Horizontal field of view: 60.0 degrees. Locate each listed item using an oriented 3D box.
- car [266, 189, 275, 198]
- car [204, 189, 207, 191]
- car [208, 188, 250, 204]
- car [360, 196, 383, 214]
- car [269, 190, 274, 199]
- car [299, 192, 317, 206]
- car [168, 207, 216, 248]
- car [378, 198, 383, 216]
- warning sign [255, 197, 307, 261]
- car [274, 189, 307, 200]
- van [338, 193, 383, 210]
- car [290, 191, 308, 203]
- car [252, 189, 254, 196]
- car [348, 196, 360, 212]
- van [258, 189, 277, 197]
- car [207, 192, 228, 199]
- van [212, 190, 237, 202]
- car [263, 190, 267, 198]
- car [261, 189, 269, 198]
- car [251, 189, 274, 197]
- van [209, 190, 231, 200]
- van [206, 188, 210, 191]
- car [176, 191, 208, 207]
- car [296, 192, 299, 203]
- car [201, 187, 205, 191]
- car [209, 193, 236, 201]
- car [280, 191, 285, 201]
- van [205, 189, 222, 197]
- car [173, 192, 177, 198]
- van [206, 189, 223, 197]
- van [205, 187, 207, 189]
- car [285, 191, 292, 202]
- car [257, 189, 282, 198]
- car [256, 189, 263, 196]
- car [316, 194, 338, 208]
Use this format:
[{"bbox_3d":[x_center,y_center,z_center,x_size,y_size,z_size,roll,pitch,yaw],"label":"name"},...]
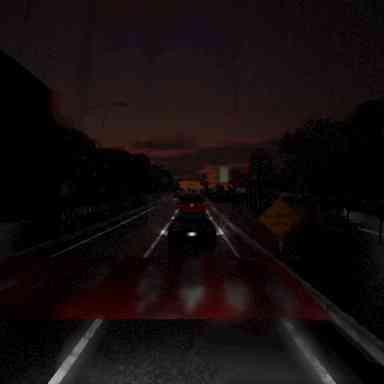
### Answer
[{"bbox_3d":[18.975,0.798,69.733,5.366,1.575,1.946,0,1,0],"label":"car"},{"bbox_3d":[5.707,0.655,77.423,4.892,1.521,2.231,0,1,0],"label":"car"},{"bbox_3d":[5.707,0.818,52.186,5.566,2.045,2.435,0,1,0],"label":"car"},{"bbox_3d":[18.839,1.389,30.875,5.008,1.535,2.097,0,1,0],"label":"car"},{"bbox_3d":[18.789,0.847,66.956,5.008,1.535,2.097,0,1,0],"label":"car"},{"bbox_3d":[18.635,1.136,47.527,5.366,1.575,1.946,0,1,0],"label":"car"},{"bbox_3d":[0.000,1.571,14.658,1.994,1.385,4.181,0,0,0],"label":"car"},{"bbox_3d":[18.846,1.471,28.101,4.674,1.452,2.002,0,1,0],"label":"car"},{"bbox_3d":[2.766,1.122,10.499,1.300,1.860,1.060,-2,-2,0],"label":"warning sign"},{"bbox_3d":[18.773,0.681,61.400,5.566,2.045,2.435,0,1,0],"label":"car"},{"bbox_3d":[18.953,1.079,36.423,4.442,1.987,1.878,0,1,0],"label":"van"},{"bbox_3d":[18.820,1.058,53.077,4.892,1.521,2.231,0,1,0],"label":"car"},{"bbox_3d":[18.954,0.455,86.387,5.366,1.575,1.946,0,1,0],"label":"car"},{"bbox_3d":[18.837,1.387,33.653,4.674,1.452,2.002,0,1,0],"label":"car"},{"bbox_3d":[18.888,0.295,83.608,4.442,1.987,1.878,0,1,0],"label":"van"},{"bbox_3d":[5.702,0.751,74.621,4.674,1.452,2.002,0,1,0],"label":"car"},{"bbox_3d":[5.840,0.718,60.596,4.442,1.987,1.878,0,1,0],"label":"van"},{"bbox_3d":[18.757,0.784,72.504,4.792,1.488,2.163,0,1,0],"label":"car"},{"bbox_3d":[18.812,0.728,75.287,4.792,1.488,2.163,0,1,0],"label":"car"},{"bbox_3d":[18.793,0.143,89.157,5.566,2.045,2.435,0,1,0],"label":"car"},{"bbox_3d":[5.829,0.586,69.007,4.442,1.987,1.878,0,1,0],"label":"van"},{"bbox_3d":[5.599,0.633,66.205,4.442,1.987,1.878,0,1,0],"label":"van"},{"bbox_3d":[0.000,1.157,29.697,2.150,2.045,5.566,0,1,0],"label":"car"},{"bbox_3d":[18.846,1.128,50.303,4.792,1.488,2.163,0,1,0],"label":"car"},{"bbox_3d":[5.665,0.282,83.024,5.566,2.045,2.435,0,1,0],"label":"car"},{"bbox_3d":[5.714,0.901,63.402,5.008,1.535,2.097,0,1,0],"label":"car"},{"bbox_3d":[18.811,0.974,58.628,5.008,1.535,2.097,0,1,0],"label":"car"},{"bbox_3d":[5.802,0.180,88.631,4.442,1.987,1.878,0,1,0],"label":"van"},{"bbox_3d":[-3.251,0.662,75.914,2.128,1.511,4.902,0,1,0],"label":"car"},{"bbox_3d":[5.806,0.244,85.828,4.442,1.987,1.878,0,1,0],"label":"van"},{"bbox_3d":[5.813,0.371,80.225,4.442,1.987,1.878,0,1,0],"label":"van"},{"bbox_3d":[18.815,1.015,55.853,5.008,1.535,2.097,0,1,0],"label":"car"},{"bbox_3d":[18.804,0.333,80.832,5.566,2.045,2.435,0,1,0],"label":"car"},{"bbox_3d":[18.751,0.391,78.056,5.566,2.045,2.435,0,1,0],"label":"car"},{"bbox_3d":[18.800,1.252,41.977,4.792,1.488,2.163,0,1,0],"label":"car"}]
